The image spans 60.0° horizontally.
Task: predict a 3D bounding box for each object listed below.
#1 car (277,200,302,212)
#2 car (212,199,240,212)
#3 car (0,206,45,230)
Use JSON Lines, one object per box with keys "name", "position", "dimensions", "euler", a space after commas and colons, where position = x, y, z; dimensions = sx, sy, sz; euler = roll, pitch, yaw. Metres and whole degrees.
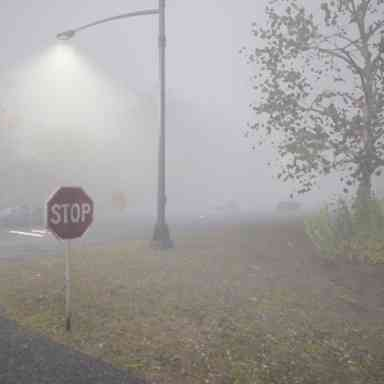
{"name": "car", "position": [12.463, 1.723, 42.326], "dimensions": [2.128, 1.511, 4.902], "euler": [0, 0, 36]}
{"name": "car", "position": [4.473, 1.736, 43.232], "dimensions": [1.882, 1.535, 5.008], "euler": [0, 1, 36]}
{"name": "car", "position": [-11.235, 1.642, 21.575], "dimensions": [2.033, 1.411, 5.357], "euler": [0, 0, 36]}
